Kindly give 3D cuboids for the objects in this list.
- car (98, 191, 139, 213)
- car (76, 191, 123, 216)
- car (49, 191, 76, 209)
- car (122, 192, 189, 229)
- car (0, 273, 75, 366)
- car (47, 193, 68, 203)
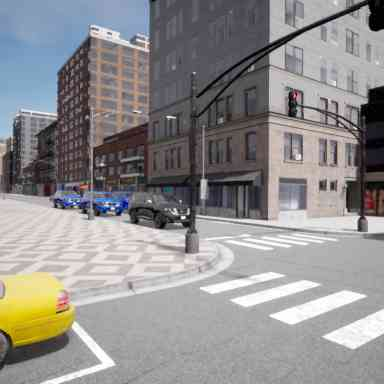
[{"bbox_3d":[-7.707,0.955,34.313,2.150,2.045,5.566,1,0,-35],"label":"car"},{"bbox_3d":[-8.008,0.959,29.193,2.150,2.045,5.566,1,0,-35],"label":"car"},{"bbox_3d":[-14.205,0.861,37.977,2.150,2.045,5.566,1,0,-35],"label":"car"},{"bbox_3d":[-2.064,1.052,20.784,2.150,2.045,5.566,1,0,-35],"label":"car"},{"bbox_3d":[-3.972,1.525,3.919,4.829,1.417,1.752,0,1,-36],"label":"car"},{"bbox_3d":[-22.090,0.999,54.631,2.128,1.511,4.902,1,0,-35],"label":"car"}]
